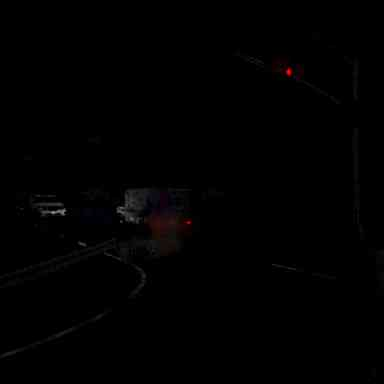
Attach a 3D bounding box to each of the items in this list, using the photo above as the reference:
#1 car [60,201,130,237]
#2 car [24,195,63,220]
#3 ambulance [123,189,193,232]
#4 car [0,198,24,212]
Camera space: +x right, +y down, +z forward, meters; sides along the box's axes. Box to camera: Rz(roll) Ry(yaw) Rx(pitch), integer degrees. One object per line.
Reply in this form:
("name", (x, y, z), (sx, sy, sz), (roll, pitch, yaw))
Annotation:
("car", (-5.454, 1.491, 18.235), (1.882, 1.535, 5.008), (0, 0, -36))
("car", (-12.154, 1.236, 27.672), (2.150, 2.045, 5.566), (0, 0, -35))
("ambulance", (-2.672, 1.044, 20.525), (2.351, 2.431, 6.366), (0, 0, -36))
("car", (-20.257, 1.513, 37.016), (4.892, 1.490, 1.837), (1, 1, 33))
